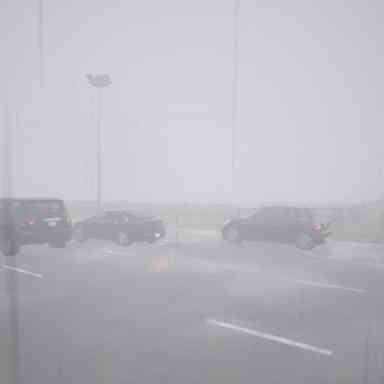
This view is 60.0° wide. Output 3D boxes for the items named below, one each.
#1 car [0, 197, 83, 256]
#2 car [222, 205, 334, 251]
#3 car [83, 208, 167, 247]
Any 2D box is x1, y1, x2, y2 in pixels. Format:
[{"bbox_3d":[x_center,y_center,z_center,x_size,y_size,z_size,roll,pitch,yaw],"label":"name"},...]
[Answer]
[{"bbox_3d":[-7.144,1.225,13.393,5.566,2.045,2.150,0,0,36],"label":"car"},{"bbox_3d":[3.555,1.352,14.356,4.553,1.767,2.097,0,0,36],"label":"car"},{"bbox_3d":[-3.370,1.507,14.997,4.892,1.490,1.837,0,0,36],"label":"car"}]
